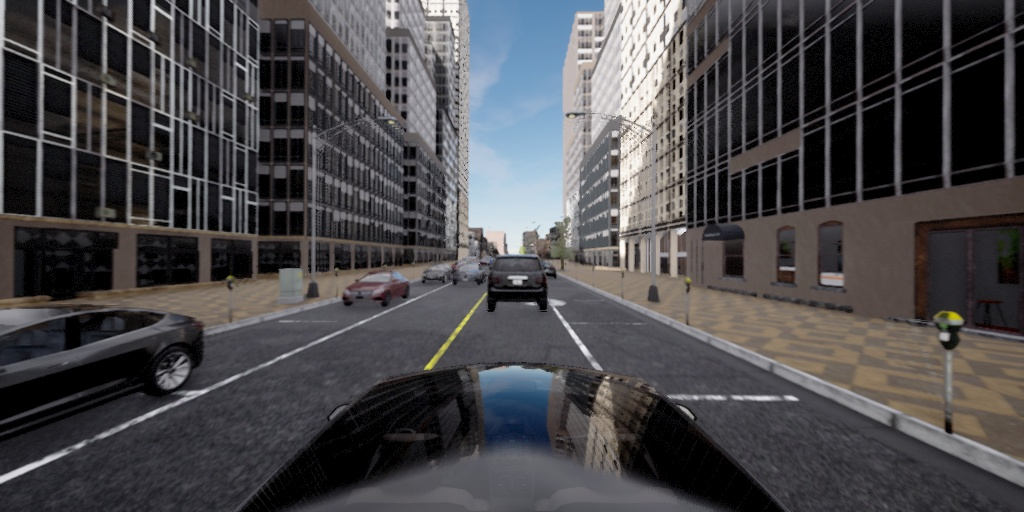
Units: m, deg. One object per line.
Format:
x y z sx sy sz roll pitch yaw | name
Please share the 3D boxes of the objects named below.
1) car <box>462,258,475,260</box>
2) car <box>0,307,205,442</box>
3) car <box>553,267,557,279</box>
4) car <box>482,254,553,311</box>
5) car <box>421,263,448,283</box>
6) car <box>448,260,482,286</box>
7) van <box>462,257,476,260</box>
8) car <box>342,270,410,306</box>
-5.364 1.202 38.022 1.888 1.381 4.507 0 0 1 | car
-5.690 1.287 3.870 1.948 1.339 4.313 0 0 1 | car
2.961 1.272 32.238 1.948 1.339 4.313 0 0 1 | car
0.207 0.950 14.454 2.150 2.045 5.566 0 0 1 | car
-5.473 1.230 26.638 2.007 1.370 4.403 0 0 1 | car
-2.884 1.221 24.733 1.812 1.442 4.674 0 0 1 | car
-5.310 0.986 43.715 1.690 1.789 3.998 0 0 1 | van
-5.581 1.283 15.253 1.802 1.307 4.207 0 0 1 | car
